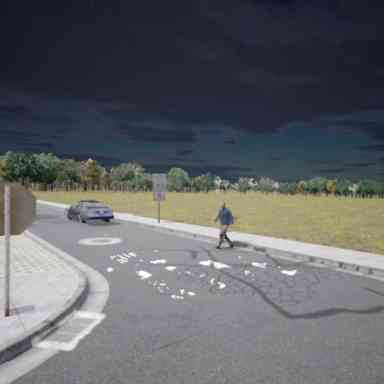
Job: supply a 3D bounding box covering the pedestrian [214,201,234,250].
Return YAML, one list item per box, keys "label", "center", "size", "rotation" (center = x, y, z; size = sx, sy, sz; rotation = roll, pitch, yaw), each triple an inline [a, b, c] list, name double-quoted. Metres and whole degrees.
- label: "pedestrian"
  center: [1.188, 1.180, 12.275]
  size: [0.375, 1.860, 0.375]
  rotation: [1, -1, -36]

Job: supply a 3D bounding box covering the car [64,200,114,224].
- label: "car"
  center: [-6.969, 1.264, 22.298]
  size: [2.033, 1.411, 5.357]
  rotation: [0, 1, -36]
